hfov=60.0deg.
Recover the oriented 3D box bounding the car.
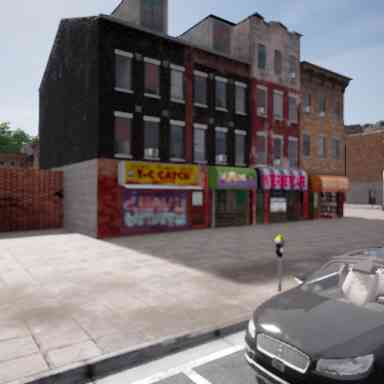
[{"bbox_3d":[2.674,1.546,4.698,4.403,1.369,2.008,0,0,-35],"label":"car"}]
